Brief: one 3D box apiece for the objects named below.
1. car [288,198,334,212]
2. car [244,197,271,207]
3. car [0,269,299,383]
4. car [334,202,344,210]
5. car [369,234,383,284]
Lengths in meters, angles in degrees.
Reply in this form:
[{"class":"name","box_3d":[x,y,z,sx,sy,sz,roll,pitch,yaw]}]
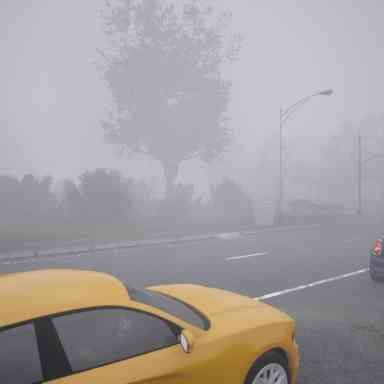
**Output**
[{"class":"car","box_3d":[13.679,1.476,39.236,1.882,1.535,5.008,0,0,-32]},{"class":"car","box_3d":[8.677,1.591,47.165,1.895,1.301,4.718,0,0,-32]},{"class":"car","box_3d":[-1.124,1.478,2.946,5.008,1.535,1.882,0,0,-35]},{"class":"car","box_3d":[16.413,1.476,41.460,1.882,1.535,5.008,0,0,-31]},{"class":"car","box_3d":[6.469,1.351,8.333,4.553,1.767,2.097,0,0,-35]}]
